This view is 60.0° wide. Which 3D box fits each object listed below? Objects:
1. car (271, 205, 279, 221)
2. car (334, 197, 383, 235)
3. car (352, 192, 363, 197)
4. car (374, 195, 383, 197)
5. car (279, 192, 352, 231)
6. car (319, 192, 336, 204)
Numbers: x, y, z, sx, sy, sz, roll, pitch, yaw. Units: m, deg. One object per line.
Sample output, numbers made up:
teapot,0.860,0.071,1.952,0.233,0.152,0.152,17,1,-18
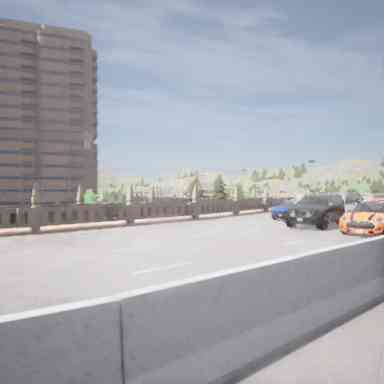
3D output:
car,8.068,1.447,26.575,1.882,1.535,5.008,0,0,38
car,9.568,1.309,17.687,2.097,1.767,4.553,0,0,42
car,27.755,1.093,56.743,2.150,2.045,5.566,0,0,17
car,30.393,1.209,53.541,2.097,1.767,4.553,0,0,18
car,7.936,1.188,20.990,2.150,2.045,5.566,0,0,41
car,25.961,1.110,63.953,2.150,2.045,5.566,0,0,13
